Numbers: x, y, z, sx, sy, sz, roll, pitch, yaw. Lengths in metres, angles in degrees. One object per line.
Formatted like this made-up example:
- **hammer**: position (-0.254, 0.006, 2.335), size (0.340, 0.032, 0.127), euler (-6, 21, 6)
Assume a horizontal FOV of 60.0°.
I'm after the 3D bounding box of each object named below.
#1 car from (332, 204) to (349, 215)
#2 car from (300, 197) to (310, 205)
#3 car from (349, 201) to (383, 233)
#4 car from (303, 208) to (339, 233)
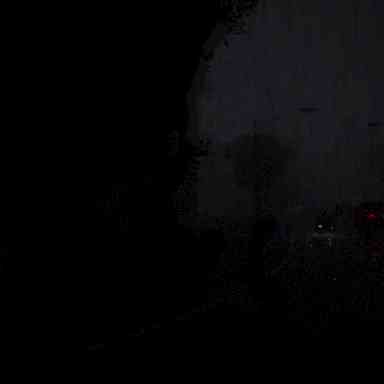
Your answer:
- **car**: position (17.961, 2.138, 39.924), size (2.128, 1.511, 4.902), euler (-2, -1, 17)
- **car**: position (21.569, 1.660, 63.472), size (1.812, 1.442, 4.674), euler (-2, 2, 18)
- **car**: position (12.468, 1.632, 22.561), size (2.150, 2.045, 5.566), euler (-2, -2, 17)
- **car**: position (8.979, 2.092, 23.701), size (1.994, 1.385, 4.181), euler (-2, -2, 17)
